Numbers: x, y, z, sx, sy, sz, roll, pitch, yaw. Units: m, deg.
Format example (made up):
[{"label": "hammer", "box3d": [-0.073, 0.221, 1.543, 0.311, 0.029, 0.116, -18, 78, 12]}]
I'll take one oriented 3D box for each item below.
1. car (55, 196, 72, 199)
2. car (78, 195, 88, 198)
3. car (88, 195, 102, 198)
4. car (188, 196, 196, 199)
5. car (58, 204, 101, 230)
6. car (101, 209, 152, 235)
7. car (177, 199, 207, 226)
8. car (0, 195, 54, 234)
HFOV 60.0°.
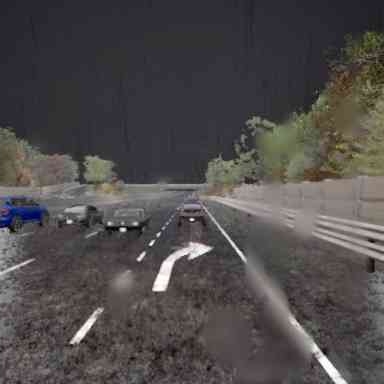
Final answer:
[{"label": "car", "box3d": [-27.989, 1.485, 73.720, 1.895, 1.301, 4.718, 0, 0, 0]}, {"label": "car", "box3d": [-24.488, 1.474, 74.882, 1.994, 1.385, 4.181, 0, 0, 0]}, {"label": "car", "box3d": [-20.988, 1.408, 73.907, 1.895, 1.301, 4.718, 0, 0, 0]}, {"label": "car", "box3d": [0.017, 1.590, 78.132, 1.812, 1.442, 4.674, 0, 0, 2]}, {"label": "car", "box3d": [-6.899, 1.511, 21.049, 1.812, 1.442, 4.674, 0, 0, 0]}, {"label": "car", "box3d": [-3.395, 1.587, 18.613, 1.895, 1.301, 4.718, 0, 0, 0]}, {"label": "car", "box3d": [0.002, 1.491, 23.463, 1.837, 1.490, 4.892, 0, 0, 0]}, {"label": "car", "box3d": [-10.397, 1.207, 19.356, 2.150, 2.045, 5.566, 0, 0, 0]}]
